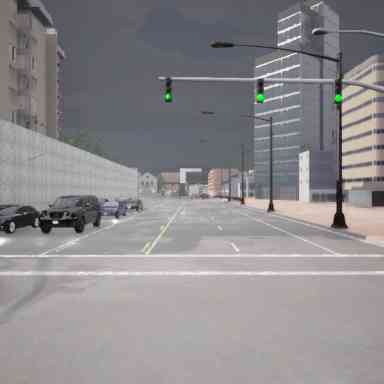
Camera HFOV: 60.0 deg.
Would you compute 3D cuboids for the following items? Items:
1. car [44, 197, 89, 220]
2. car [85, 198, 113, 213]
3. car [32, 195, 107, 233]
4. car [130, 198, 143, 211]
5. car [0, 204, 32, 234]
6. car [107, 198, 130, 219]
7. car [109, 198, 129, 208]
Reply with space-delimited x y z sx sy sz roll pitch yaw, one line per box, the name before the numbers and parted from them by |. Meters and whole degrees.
car | -10.611 1.352 28.499 2.097 1.767 4.553 0 0 0
car | -10.609 1.505 38.317 1.837 1.490 4.892 0 0 0
car | -7.105 1.221 20.063 2.150 2.045 5.566 0 0 0
car | -7.107 1.491 40.046 2.128 1.511 4.902 0 0 0
car | -10.608 1.505 19.432 1.837 1.490 4.892 0 0 0
car | -7.111 1.526 29.704 1.812 1.442 4.674 0 0 0
car | -10.576 1.601 48.377 1.895 1.301 4.718 0 0 0
